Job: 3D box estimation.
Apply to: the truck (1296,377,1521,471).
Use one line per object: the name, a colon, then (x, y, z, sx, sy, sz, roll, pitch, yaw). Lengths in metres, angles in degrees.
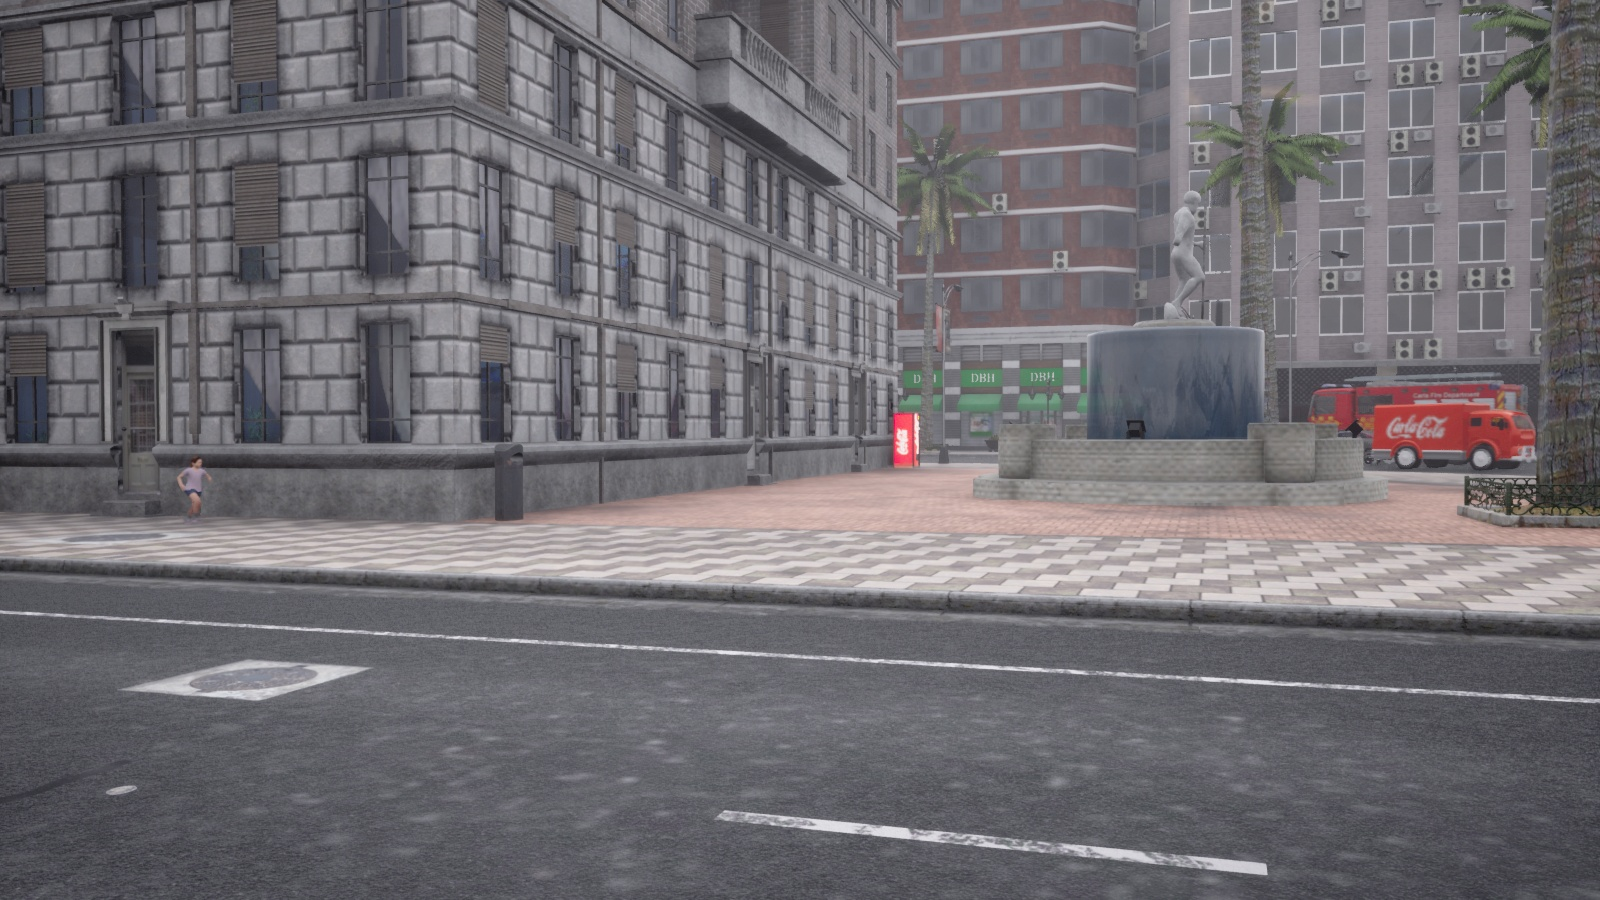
truck: (26.539, -1.123, 55.218, 2.891, 3.827, 8.468, 0, 1, -39)

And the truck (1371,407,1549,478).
truck: (24.404, -0.315, 46.635, 2.627, 2.467, 5.204, 0, 1, -36)

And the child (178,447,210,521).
child: (-9.312, 0.519, 19.293, 0.394, 1.110, 0.255, 1, 1, 26)

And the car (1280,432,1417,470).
car: (23.316, 0.013, 53.538, 2.128, 1.511, 4.902, -1, 1, -41)
